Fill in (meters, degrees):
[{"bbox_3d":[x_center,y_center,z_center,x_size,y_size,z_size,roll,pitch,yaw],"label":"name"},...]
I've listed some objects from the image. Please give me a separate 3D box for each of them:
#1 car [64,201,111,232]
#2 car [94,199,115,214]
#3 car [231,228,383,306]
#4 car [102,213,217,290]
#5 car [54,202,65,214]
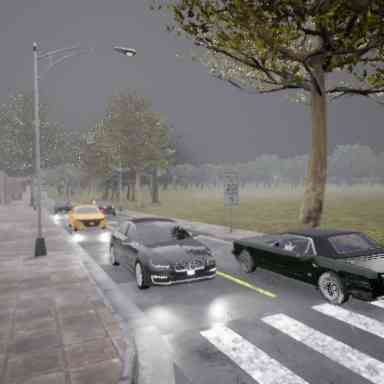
[{"bbox_3d":[-7.009,1.620,21.955,1.882,1.535,5.008,-2,0,-26],"label":"car"},{"bbox_3d":[-9.130,1.511,33.230,2.097,1.767,4.553,-2,0,-26],"label":"car"},{"bbox_3d":[2.901,1.539,8.044,1.895,1.301,4.718,-2,0,-26],"label":"car"},{"bbox_3d":[-1.072,1.539,9.513,1.837,1.490,4.892,-2,0,-25],"label":"car"},{"bbox_3d":[-15.740,1.915,40.421,1.895,1.301,4.718,-2,0,-25],"label":"car"}]
